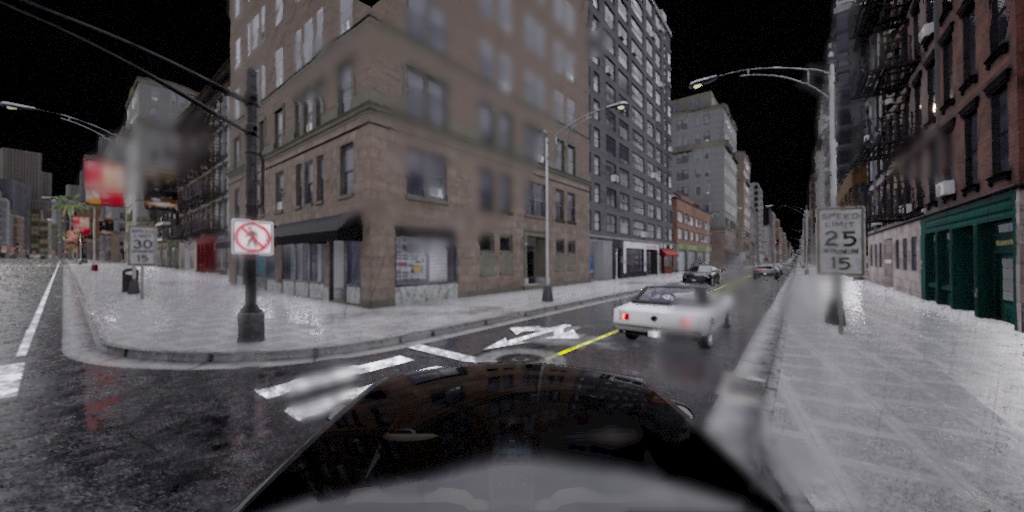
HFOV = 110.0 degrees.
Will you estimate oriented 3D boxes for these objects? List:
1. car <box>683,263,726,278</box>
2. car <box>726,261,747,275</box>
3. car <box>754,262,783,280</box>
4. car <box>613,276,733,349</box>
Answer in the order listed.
[{"bbox_3d":[13.903,1.376,26.170,1.882,1.535,5.008,-1,-1,39],"label":"car"},{"bbox_3d":[24.000,1.188,38.683,1.994,1.385,4.181,-1,-1,39],"label":"car"},{"bbox_3d":[24.482,1.424,34.378,2.128,1.511,4.902,-1,-1,39],"label":"car"},{"bbox_3d":[4.413,1.378,9.314,1.895,1.301,4.718,-1,-1,39],"label":"car"}]
